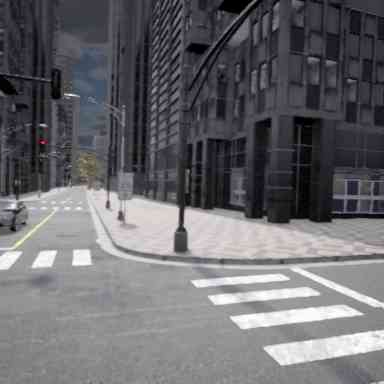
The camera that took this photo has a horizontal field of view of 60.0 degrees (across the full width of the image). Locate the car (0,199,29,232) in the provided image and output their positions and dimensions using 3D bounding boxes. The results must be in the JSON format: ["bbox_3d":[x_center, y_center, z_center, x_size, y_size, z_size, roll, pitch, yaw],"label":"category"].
[{"bbox_3d":[-9.735,1.111,17.189,2.128,1.511,4.902,1,0,-18],"label":"car"}]
